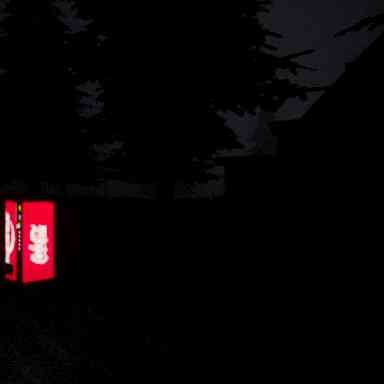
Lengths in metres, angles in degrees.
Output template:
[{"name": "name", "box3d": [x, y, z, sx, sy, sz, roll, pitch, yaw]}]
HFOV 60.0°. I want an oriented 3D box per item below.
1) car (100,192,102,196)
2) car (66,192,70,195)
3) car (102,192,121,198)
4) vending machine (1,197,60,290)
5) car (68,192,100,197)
[{"name": "car", "box3d": [-21.948, 1.205, 85.203, 4.514, 1.523, 2.007, 0, 0, -23]}, {"name": "car", "box3d": [-20.506, 1.257, 62.087, 5.027, 1.636, 2.152, 0, 0, -23]}, {"name": "car", "box3d": [-18.077, 1.238, 75.990, 3.633, 1.501, 1.845, 0, 0, -23]}, {"name": "vending machine", "box3d": [-3.997, 1.184, 8.252, 1.100, 2.100, 0.880, 0, 0, -44]}, {"name": "car", "box3d": [-19.230, 1.270, 59.220, 4.514, 1.523, 2.007, 0, 0, -23]}]
